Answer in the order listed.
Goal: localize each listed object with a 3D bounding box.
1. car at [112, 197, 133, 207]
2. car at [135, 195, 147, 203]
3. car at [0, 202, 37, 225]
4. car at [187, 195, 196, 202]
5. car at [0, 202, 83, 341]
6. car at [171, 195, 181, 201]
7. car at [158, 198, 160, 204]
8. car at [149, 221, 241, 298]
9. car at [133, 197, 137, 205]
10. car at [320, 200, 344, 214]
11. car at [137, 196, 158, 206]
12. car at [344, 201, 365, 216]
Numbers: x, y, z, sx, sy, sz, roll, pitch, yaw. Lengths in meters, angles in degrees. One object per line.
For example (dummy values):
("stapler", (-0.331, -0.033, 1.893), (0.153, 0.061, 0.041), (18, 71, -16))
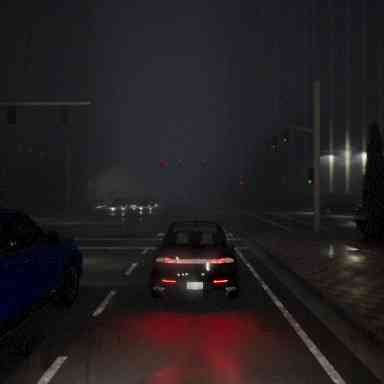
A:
("car", (-10.683, 1.526, 50.231), (1.812, 1.442, 4.674), (0, 0, 0))
("car", (-10.618, 1.477, 69.782), (1.882, 1.535, 5.008), (0, 0, 0))
("car", (-14.049, 1.491, 23.857), (4.902, 1.511, 2.128), (0, 0, -1))
("car", (-0.128, 1.429, 75.523), (1.837, 1.490, 4.892), (0, 0, 0))
("car", (-3.450, 1.221, 4.845), (2.150, 2.045, 5.566), (0, 0, 1))
("car", (-3.629, 1.339, 76.057), (1.812, 1.442, 4.674), (0, 0, 0))
("car", (-7.164, 1.564, 62.908), (1.994, 1.385, 4.181), (0, 0, 0))
("car", (0.079, 1.492, 8.477), (2.128, 1.511, 4.902), (0, 0, 1))
("car", (-10.670, 1.601, 59.340), (1.895, 1.301, 4.718), (0, 0, 0))
("car", (15.234, 1.564, 34.904), (4.181, 1.385, 1.994), (0, 0, -1))
("car", (-7.178, 1.505, 53.999), (1.837, 1.490, 4.892), (0, 0, 0))
("car", (17.482, 1.505, 31.430), (4.892, 1.490, 1.837), (0, 0, -1))
